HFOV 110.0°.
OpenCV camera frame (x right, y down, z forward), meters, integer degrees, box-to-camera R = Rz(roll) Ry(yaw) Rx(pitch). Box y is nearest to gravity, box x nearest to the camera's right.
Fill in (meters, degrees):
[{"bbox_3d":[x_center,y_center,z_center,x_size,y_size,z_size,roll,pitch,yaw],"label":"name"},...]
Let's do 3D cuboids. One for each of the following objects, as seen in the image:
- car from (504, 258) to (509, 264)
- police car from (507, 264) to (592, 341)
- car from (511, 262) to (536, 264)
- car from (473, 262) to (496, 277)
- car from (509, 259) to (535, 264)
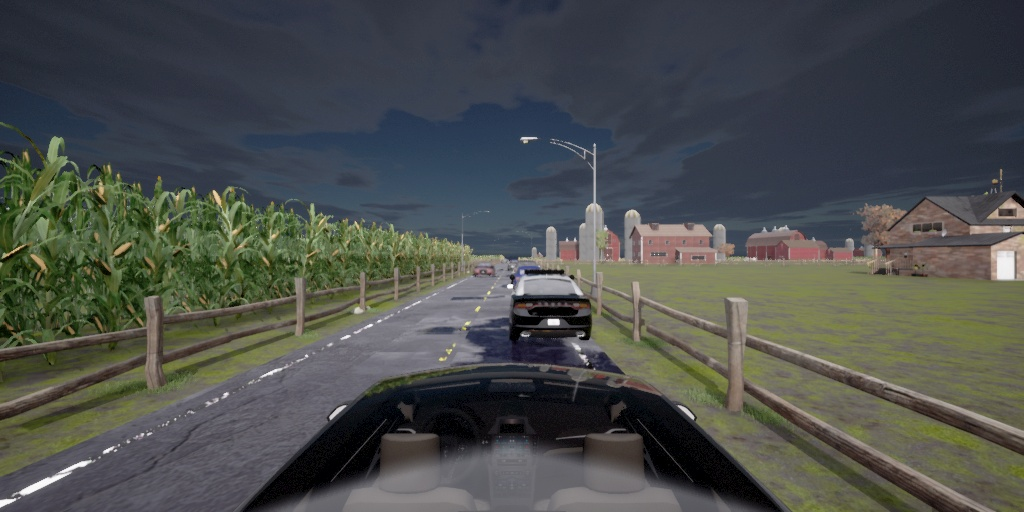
[{"bbox_3d":[0.377,1.260,48.412,2.128,1.511,4.902,0,0,1],"label":"car"},{"bbox_3d":[0.887,1.174,10.053,1.930,1.638,5.238,0,0,0],"label":"police car"},{"bbox_3d":[0.961,1.274,19.943,1.812,1.442,4.674,0,0,0],"label":"car"},{"bbox_3d":[-2.606,1.312,34.574,1.994,1.385,4.181,0,0,0],"label":"car"},{"bbox_3d":[1.004,1.099,25.913,2.097,1.767,4.553,0,0,0],"label":"car"}]
